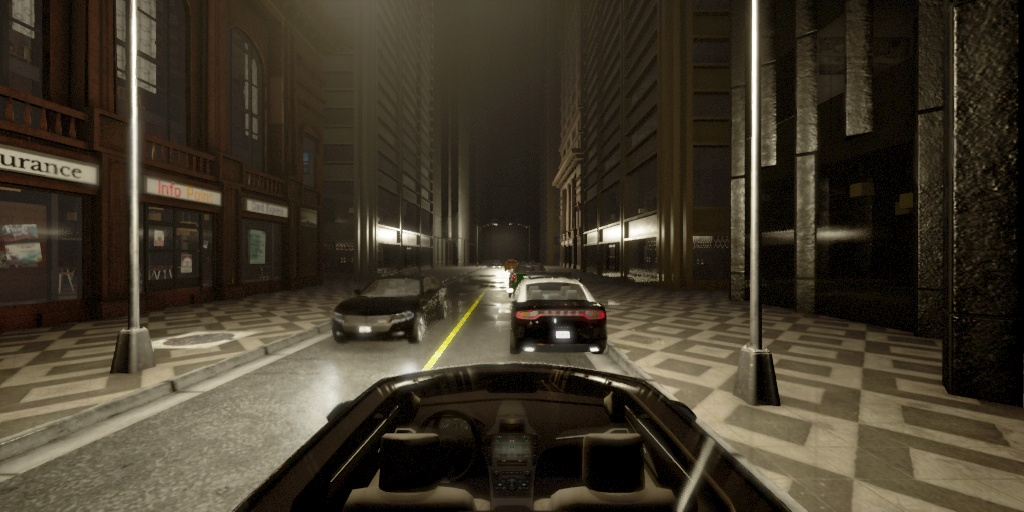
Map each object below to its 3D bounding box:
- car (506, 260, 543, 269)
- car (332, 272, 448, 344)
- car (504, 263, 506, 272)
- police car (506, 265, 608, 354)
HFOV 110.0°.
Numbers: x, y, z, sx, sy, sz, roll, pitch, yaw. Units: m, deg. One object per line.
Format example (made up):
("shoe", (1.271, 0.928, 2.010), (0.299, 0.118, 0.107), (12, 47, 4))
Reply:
("car", (0.875, 1.111, 18.743), (2.097, 1.767, 4.553), (0, 0, 0))
("car", (-3.012, 1.230, 9.836), (1.882, 1.535, 5.008), (0, 0, 0))
("car", (-0.027, 1.281, 48.210), (1.882, 1.535, 5.008), (0, 0, 0))
("police car", (0.890, 1.178, 8.882), (1.930, 1.638, 5.238), (0, 0, 0))
